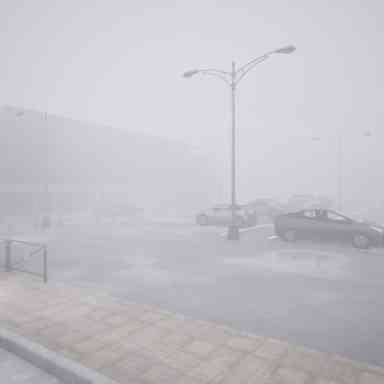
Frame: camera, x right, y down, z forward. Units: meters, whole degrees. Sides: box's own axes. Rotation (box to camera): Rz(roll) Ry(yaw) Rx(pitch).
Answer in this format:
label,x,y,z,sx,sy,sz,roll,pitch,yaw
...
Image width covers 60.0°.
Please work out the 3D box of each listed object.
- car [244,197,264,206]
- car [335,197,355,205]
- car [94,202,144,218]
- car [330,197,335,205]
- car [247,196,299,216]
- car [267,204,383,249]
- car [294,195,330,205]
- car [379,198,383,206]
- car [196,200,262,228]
label,x,y,z,sx,sy,sz,roll,pitch,yaw
car,11.084,1.711,59.221,1.812,1.442,4.674,0,0,35
car,24.995,1.569,55.062,3.633,1.501,1.845,0,0,35
car,-7.156,1.732,33.124,2.033,1.411,5.357,0,0,35
car,14.238,1.293,39.907,4.605,1.855,1.932,0,0,35
car,5.584,1.349,26.802,5.027,1.636,2.152,0,0,35
car,5.854,1.491,14.316,4.514,1.523,2.007,0,0,35
car,12.912,1.272,37.289,3.866,1.878,1.905,0,0,35
car,29.371,1.577,48.369,3.806,1.475,1.970,0,0,35
car,2.173,1.427,21.356,3.806,1.475,1.970,0,0,35
